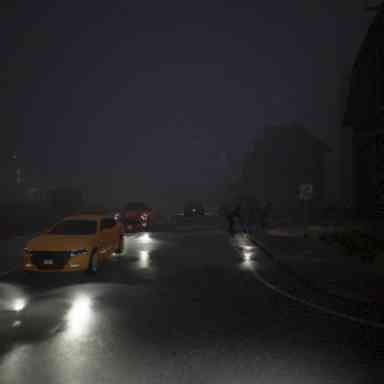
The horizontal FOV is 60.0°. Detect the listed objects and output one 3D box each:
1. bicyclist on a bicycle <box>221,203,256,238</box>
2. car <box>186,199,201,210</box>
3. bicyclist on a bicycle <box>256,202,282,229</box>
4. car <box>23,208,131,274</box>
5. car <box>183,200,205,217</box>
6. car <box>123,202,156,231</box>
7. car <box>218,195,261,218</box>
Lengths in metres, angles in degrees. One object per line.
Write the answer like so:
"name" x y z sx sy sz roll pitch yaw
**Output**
"bicyclist on a bicycle" 2.260 1.532 17.035 1.656 1.620 0.582 0 0 -14
"car" 0.246 1.720 45.999 1.994 1.385 4.181 0 0 0
"bicyclist on a bicycle" 4.677 1.459 20.486 1.656 1.620 0.582 -1 0 24
"car" -3.564 1.511 10.912 1.882 1.535 5.008 0 0 2
"car" 0.197 1.666 32.295 1.994 1.385 4.181 0 -1 0
"car" -3.507 1.413 20.979 2.097 1.767 4.553 0 0 0
"car" 4.278 1.273 30.108 1.905 1.878 3.866 -7 3 -42
